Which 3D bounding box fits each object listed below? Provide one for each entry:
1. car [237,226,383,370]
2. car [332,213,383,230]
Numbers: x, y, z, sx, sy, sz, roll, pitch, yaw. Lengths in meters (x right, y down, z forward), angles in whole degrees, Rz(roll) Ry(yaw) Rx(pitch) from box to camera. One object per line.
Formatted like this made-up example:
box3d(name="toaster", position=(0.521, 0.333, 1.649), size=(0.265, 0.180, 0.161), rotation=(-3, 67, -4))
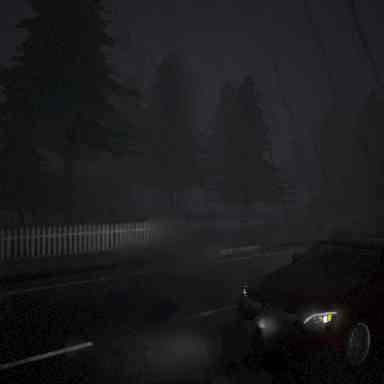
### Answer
box3d(name="car", position=(2.928, 1.564, 5.838), size=(4.674, 1.442, 1.812), rotation=(1, 0, -34))
box3d(name="car", position=(7.507, 1.569, 12.866), size=(5.008, 1.535, 1.882), rotation=(1, 0, -28))
